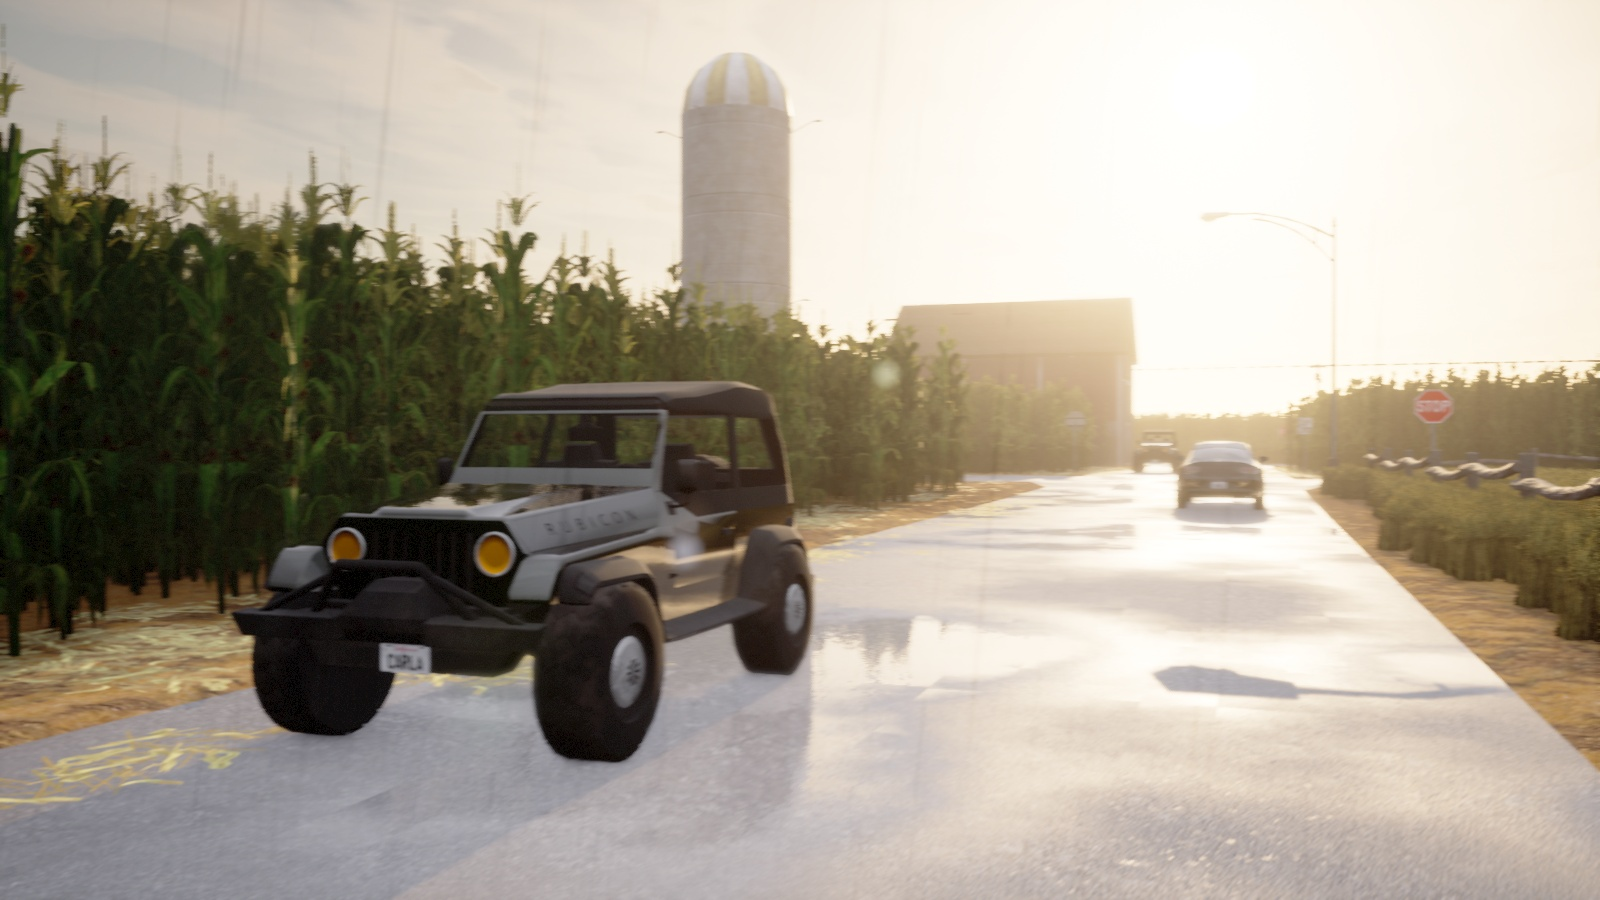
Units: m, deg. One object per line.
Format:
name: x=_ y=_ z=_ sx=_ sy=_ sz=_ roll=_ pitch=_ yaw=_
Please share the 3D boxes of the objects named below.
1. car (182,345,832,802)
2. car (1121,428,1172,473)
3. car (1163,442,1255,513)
car: x=-1.309 y=0.494 z=7.291 sx=1.905 sy=1.878 sz=3.866 roll=0 pitch=0 yaw=19
car: x=15.097 y=0.043 z=54.573 sx=1.905 sy=1.878 sz=3.866 roll=0 pitch=0 yaw=19
car: x=9.241 y=0.546 z=28.242 sx=1.812 sy=1.442 sz=4.674 roll=0 pitch=1 yaw=19
